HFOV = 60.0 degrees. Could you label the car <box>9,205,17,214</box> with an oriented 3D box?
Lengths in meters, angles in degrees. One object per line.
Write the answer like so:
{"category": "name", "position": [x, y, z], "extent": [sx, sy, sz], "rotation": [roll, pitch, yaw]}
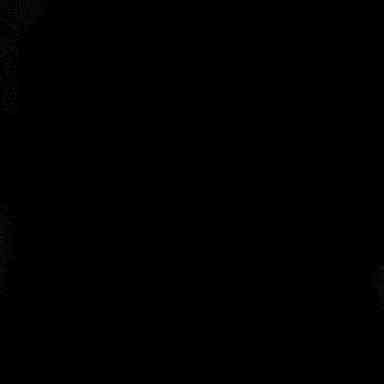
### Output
{"category": "car", "position": [-16.206, 1.525, 33.508], "extent": [1.802, 1.307, 4.206], "rotation": [0, -1, 36]}

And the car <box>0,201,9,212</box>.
{"category": "car", "position": [-19.347, 1.182, 29.117], "extent": [2.192, 1.841, 5.009], "rotation": [0, -1, 36]}
